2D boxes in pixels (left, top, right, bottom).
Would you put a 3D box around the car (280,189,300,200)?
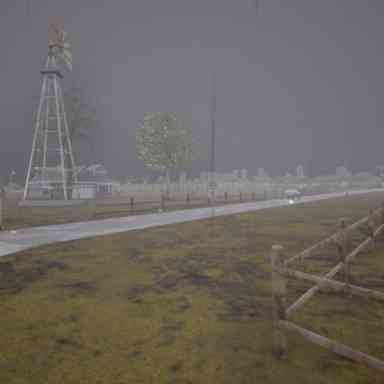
[{"bbox_3d":[14.690,0.349,49.393,1.812,1.442,4.674,-1,1,35],"label":"car"}]
